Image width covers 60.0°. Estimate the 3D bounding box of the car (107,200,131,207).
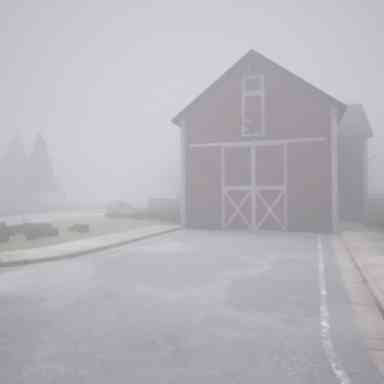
[{"bbox_3d":[-9.139,1.783,42.206,1.816,1.474,4.193,-6,-2,16],"label":"car"}]
